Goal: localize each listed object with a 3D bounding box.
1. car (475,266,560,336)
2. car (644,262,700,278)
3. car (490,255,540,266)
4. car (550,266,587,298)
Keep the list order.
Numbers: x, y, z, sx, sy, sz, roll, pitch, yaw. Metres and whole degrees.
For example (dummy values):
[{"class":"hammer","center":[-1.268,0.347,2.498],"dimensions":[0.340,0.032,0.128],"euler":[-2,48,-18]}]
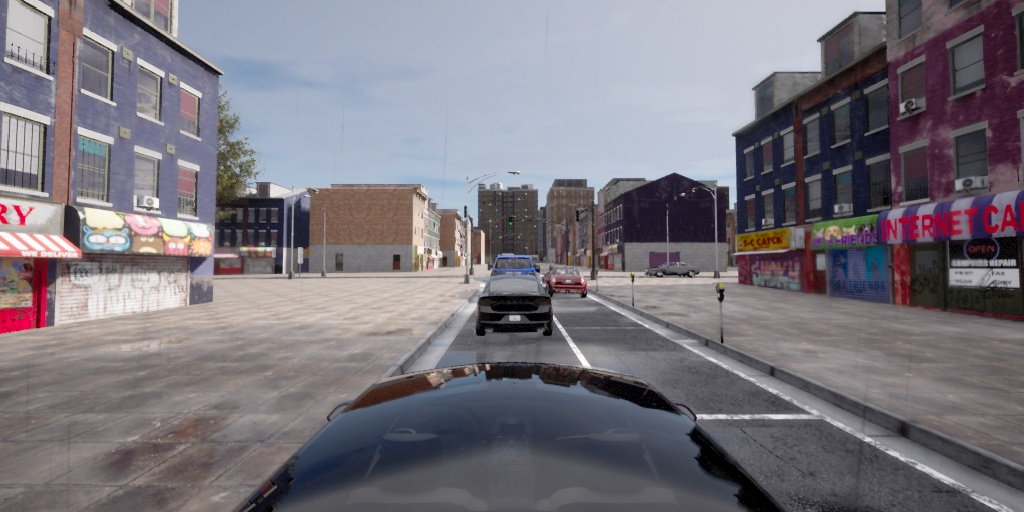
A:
[{"class":"car","center":[0.036,1.235,10.469],"dimensions":[1.882,1.535,5.008],"euler":[0,0,-1]},{"class":"car","center":[14.948,1.316,33.534],"dimensions":[4.902,1.511,2.128],"euler":[0,-2,0]},{"class":"car","center":[0.067,0.992,17.987],"dimensions":[2.150,2.045,5.566],"euler":[0,0,0]},{"class":"car","center":[2.615,1.211,18.689],"dimensions":[1.967,1.591,4.097],"euler":[0,0,0]}]
